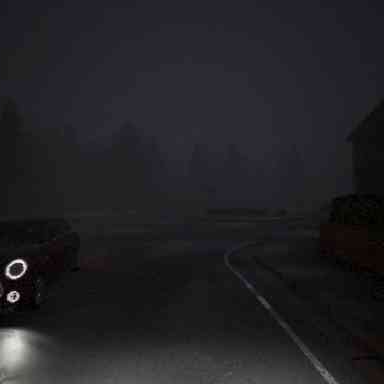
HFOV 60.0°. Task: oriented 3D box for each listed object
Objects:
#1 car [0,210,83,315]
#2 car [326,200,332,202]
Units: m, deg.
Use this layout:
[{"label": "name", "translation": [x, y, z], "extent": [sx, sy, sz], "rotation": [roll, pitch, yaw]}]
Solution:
[{"label": "car", "translation": [-4.071, 1.376, 7.726], "extent": [2.097, 1.767, 4.553], "rotation": [0, 0, -5]}, {"label": "car", "translation": [25.340, 1.729, 57.392], "extent": [5.357, 1.411, 2.033], "rotation": [0, 0, -24]}]
